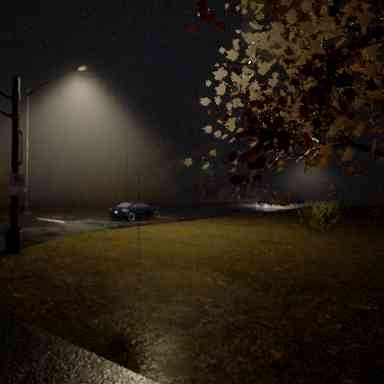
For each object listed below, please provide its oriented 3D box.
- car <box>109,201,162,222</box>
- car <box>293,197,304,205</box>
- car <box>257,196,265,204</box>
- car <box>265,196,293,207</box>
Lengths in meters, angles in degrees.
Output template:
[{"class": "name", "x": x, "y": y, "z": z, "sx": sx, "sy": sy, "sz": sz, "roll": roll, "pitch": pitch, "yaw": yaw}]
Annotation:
[{"class": "car", "x": -4.184, "y": 1.402, "z": 25.139, "sx": 1.994, "sy": 1.385, "sz": 4.181, "roll": 2, "pitch": 1, "yaw": 36}, {"class": "car", "x": 18.687, "y": 1.526, "z": 59.366, "sx": 1.895, "sy": 1.301, "sz": 4.718, "roll": 2, "pitch": 1, "yaw": 32}, {"class": "car", "x": 12.589, "y": 1.414, "z": 56.245, "sx": 1.895, "sy": 1.301, "sz": 4.718, "roll": 2, "pitch": 1, "yaw": 32}, {"class": "car", "x": 13.417, "y": 1.378, "z": 50.982, "sx": 1.882, "sy": 1.535, "sz": 5.008, "roll": 2, "pitch": 1, "yaw": 33}]
